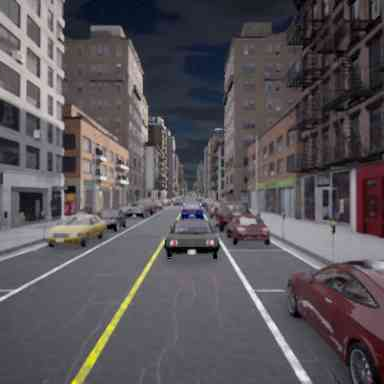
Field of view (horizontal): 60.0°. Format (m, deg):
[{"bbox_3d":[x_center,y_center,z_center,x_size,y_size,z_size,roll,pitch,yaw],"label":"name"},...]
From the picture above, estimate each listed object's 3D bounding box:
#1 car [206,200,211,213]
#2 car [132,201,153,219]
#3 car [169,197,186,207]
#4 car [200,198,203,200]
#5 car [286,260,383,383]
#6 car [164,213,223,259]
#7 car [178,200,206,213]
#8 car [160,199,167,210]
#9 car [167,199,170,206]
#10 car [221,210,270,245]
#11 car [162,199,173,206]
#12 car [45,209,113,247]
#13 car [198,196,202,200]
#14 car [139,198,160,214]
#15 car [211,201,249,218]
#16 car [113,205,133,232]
[{"bbox_3d":[2.646,1.748,33.182,1.967,1.590,4.097,0,-1,0],"label":"car"},{"bbox_3d":[-5.379,1.874,33.179,1.947,1.339,4.313,0,-1,0],"label":"car"},{"bbox_3d":[-2.743,2.143,65.355,2.033,1.411,5.357,0,-1,0],"label":"car"},{"bbox_3d":[2.653,2.078,55.905,1.947,1.339,4.313,0,-1,0],"label":"car"},{"bbox_3d":[2.638,1.630,4.775,1.802,1.307,4.206,0,-1,0],"label":"car"},{"bbox_3d":[0.021,1.729,13.245,1.895,1.301,4.718,0,-1,1],"label":"car"},{"bbox_3d":[0.038,1.750,29.229,1.882,1.535,5.008,0,0,1],"label":"car"},{"bbox_3d":[-5.374,1.902,50.225,1.967,1.590,4.097,0,-1,0],"label":"car"},{"bbox_3d":[-5.369,2.196,67.268,1.802,1.307,4.206,0,-1,0],"label":"car"},{"bbox_3d":[2.641,1.736,16.138,1.802,1.307,4.206,0,-1,0],"label":"car"},{"bbox_3d":[-5.367,2.215,72.950,2.008,1.369,4.403,0,-1,0],"label":"car"},{"bbox_3d":[-5.384,1.679,15.965,1.752,1.417,4.829,0,-1,0],"label":"car"},{"bbox_3d":[2.656,2.140,67.438,1.752,1.417,4.829,0,-1,0],"label":"car"},{"bbox_3d":[-5.377,1.675,38.862,2.192,1.841,5.009,0,-1,0],"label":"car"},{"bbox_3d":[2.643,1.521,21.822,2.192,1.841,5.009,0,-1,0],"label":"car"},{"bbox_3d":[-5.382,1.772,21.816,1.947,1.339,4.313,0,-1,0],"label":"car"}]
